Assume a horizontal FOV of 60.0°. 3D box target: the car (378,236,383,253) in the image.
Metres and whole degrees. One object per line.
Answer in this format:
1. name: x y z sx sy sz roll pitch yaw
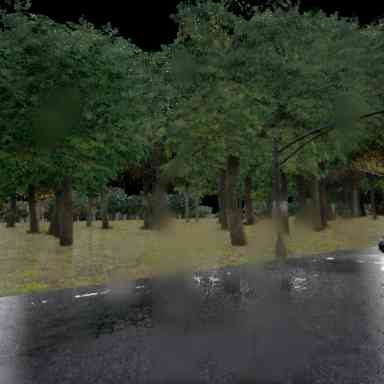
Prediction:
1. car: 11.348 2.356 16.886 4.181 1.385 1.994 1 -6 -32
